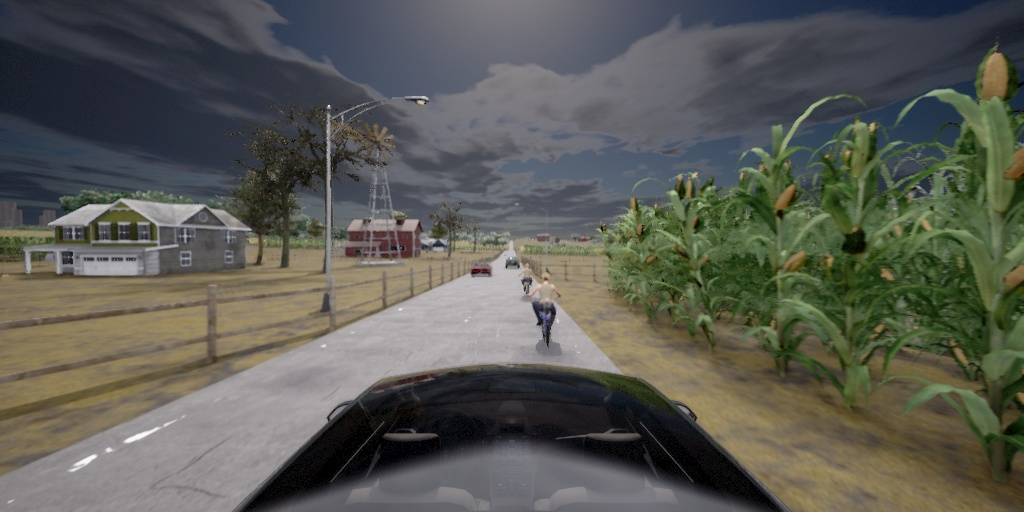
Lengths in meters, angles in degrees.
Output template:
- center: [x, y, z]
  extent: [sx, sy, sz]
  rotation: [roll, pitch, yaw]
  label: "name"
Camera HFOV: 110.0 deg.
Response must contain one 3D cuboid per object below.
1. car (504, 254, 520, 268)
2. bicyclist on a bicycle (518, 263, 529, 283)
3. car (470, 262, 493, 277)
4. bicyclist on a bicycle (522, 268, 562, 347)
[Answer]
- center: [0.088, 0.906, 55.825]
  extent: [2.097, 1.767, 4.553]
  rotation: [0, 0, 0]
  label: "car"
- center: [0.733, 1.154, 17.329]
  extent: [0.866, 1.612, 1.509]
  rotation: [0, 0, 0]
  label: "bicyclist on a bicycle"
- center: [-2.852, 1.265, 34.347]
  extent: [1.895, 1.301, 4.718]
  rotation: [0, 0, 0]
  label: "car"
- center: [0.765, 1.174, 8.316]
  extent: [0.866, 1.612, 1.509]
  rotation: [0, 0, 0]
  label: "bicyclist on a bicycle"
